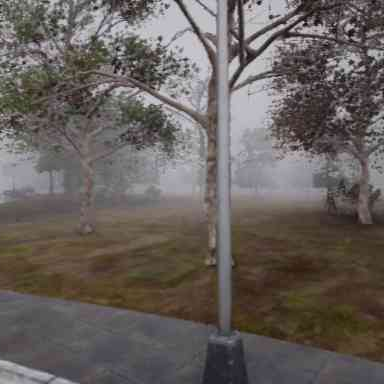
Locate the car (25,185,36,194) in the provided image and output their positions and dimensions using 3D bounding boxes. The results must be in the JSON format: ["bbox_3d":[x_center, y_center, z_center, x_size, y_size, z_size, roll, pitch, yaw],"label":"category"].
[{"bbox_3d":[-34.058,-0.595,69.118,2.097,1.767,4.553,-1,2,-13],"label":"car"}]

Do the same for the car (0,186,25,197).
[{"bbox_3d":[-31.712,0.030,59.005,1.882,1.535,5.008,-1,2,-13],"label":"car"}]
